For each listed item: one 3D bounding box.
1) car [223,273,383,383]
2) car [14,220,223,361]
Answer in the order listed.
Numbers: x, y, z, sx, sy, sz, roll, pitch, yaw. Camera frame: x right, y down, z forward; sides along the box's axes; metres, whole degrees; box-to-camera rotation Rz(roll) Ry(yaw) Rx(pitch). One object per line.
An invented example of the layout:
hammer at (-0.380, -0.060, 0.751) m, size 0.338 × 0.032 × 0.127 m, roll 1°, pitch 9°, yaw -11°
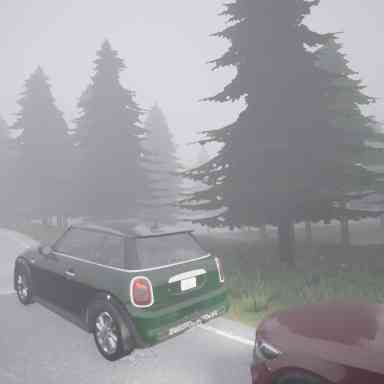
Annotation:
car at (2.749, 1.531, 2.595) m, size 4.674 × 1.442 × 1.812 m, roll 1°, pitch 0°, yaw 36°
car at (-1.578, 1.308, 6.219) m, size 4.553 × 1.767 × 2.097 m, roll 1°, pitch 1°, yaw 44°
